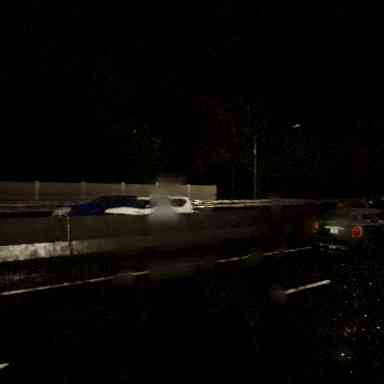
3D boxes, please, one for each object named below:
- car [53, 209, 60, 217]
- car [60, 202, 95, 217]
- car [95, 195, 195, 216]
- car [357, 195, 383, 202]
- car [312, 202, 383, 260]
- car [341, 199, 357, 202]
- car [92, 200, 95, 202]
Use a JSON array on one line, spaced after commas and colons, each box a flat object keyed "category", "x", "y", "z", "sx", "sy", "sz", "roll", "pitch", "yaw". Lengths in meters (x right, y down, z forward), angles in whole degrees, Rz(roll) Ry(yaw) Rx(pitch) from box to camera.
[{"category": "car", "x": -9.038, "y": 1.572, "z": 27.638, "sx": 4.674, "sy": 1.442, "sz": 1.812, "roll": 0, "pitch": 0, "yaw": -35}, {"category": "car", "x": -5.674, "y": 1.567, "z": 21.440, "sx": 4.674, "sy": 1.442, "sz": 1.812, "roll": 0, "pitch": 0, "yaw": -35}, {"category": "car", "x": -2.405, "y": 1.270, "z": 19.473, "sx": 5.566, "sy": 2.045, "sz": 2.150, "roll": 0, "pitch": 0, "yaw": -35}, {"category": "car", "x": 27.238, "y": 1.482, "z": 49.163, "sx": 5.566, "sy": 2.045, "sz": 2.150, "roll": 0, "pitch": 0, "yaw": -35}, {"category": "car", "x": 6.761, "y": 1.420, "z": 12.996, "sx": 4.553, "sy": 1.767, "sz": 2.097, "roll": 0, "pitch": 0, "yaw": -36}, {"category": "car", "x": 24.305, "y": 1.789, "z": 51.342, "sx": 4.674, "sy": 1.442, "sz": 1.812, "roll": 0, "pitch": 0, "yaw": -34}, {"category": "car", "x": -6.351, "y": 1.271, "z": 25.256, "sx": 5.566, "sy": 2.045, "sz": 2.150, "roll": 0, "pitch": 0, "yaw": -35}]
